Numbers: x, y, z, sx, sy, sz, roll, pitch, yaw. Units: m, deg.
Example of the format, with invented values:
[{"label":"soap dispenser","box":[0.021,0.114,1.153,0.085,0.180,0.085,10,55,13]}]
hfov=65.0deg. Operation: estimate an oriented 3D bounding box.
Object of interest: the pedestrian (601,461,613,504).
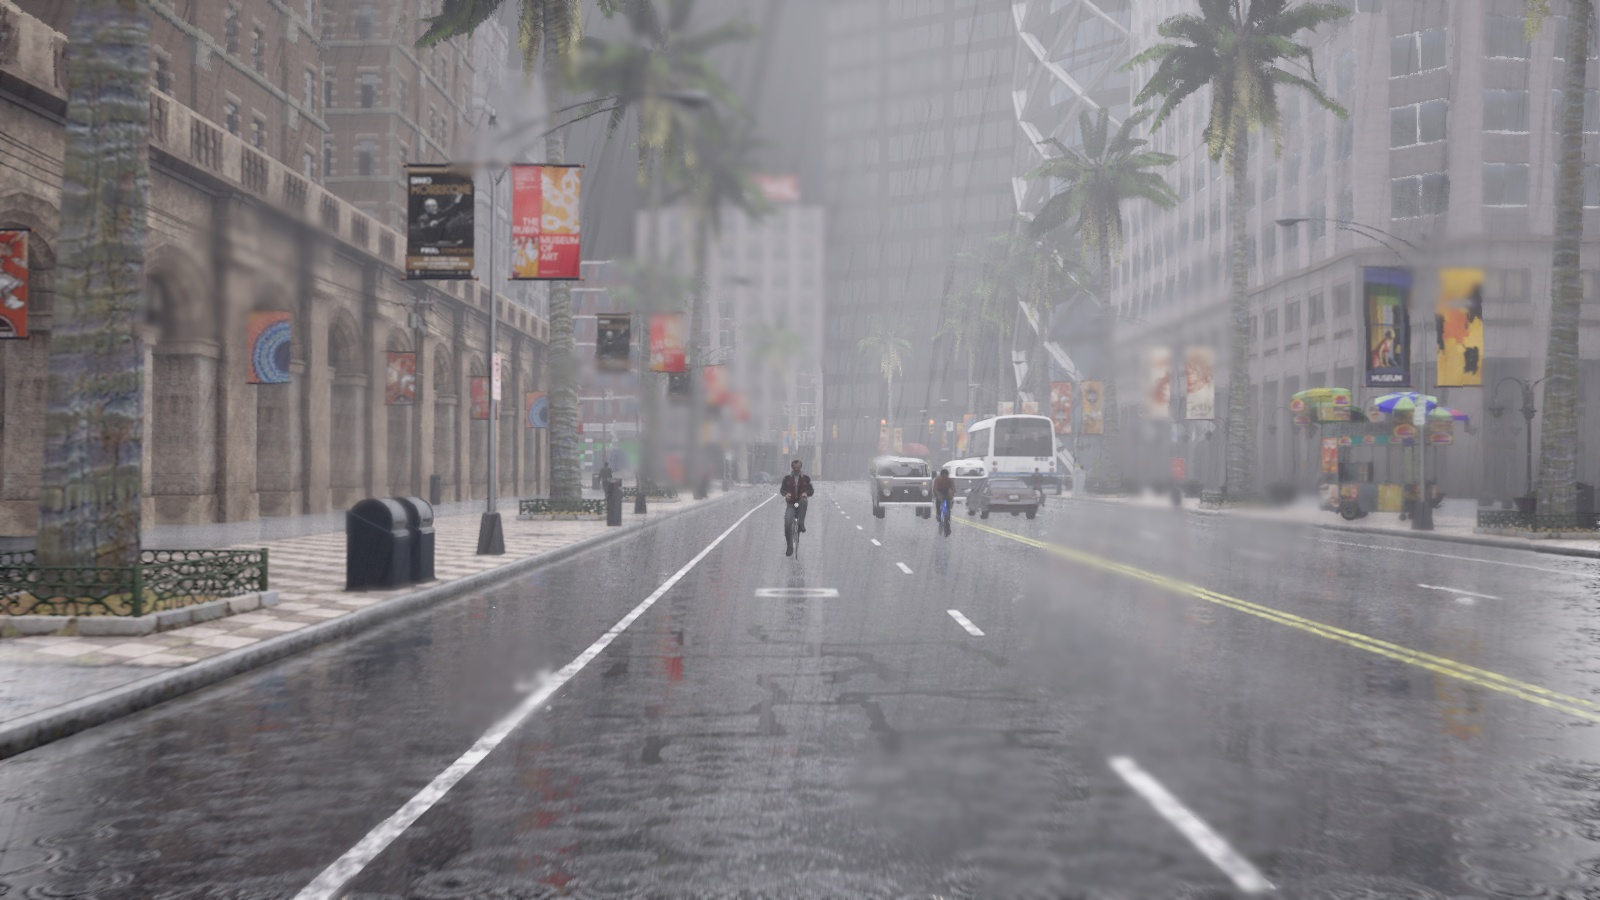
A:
[{"label":"pedestrian","box":[-8.825,1.467,57.392,0.423,1.949,0.788,0,-1,0]}]

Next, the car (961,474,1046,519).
[{"label":"car","box":[6.898,1.557,43.158,2.033,1.411,5.357,0,-1,0]}]

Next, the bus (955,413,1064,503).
[{"label":"bus","box":[10.550,0.476,64.535,3.944,4.253,10.273,0,-1,1]}]

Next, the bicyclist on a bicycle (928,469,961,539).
[{"label":"bicyclist on a bicycle","box":[3.428,1.254,29.872,0.582,1.620,1.656,0,-1,0]}]

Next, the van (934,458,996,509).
[{"label":"van","box":[6.942,1.401,53.201,2.069,2.038,4.480,0,-1,1]}]

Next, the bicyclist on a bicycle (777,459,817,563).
[{"label":"bicyclist on a bicycle","box":[-0.054,1.059,22.295,0.659,1.776,1.843,0,-1,0]}]

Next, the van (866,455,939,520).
[{"label":"van","box":[3.399,1.232,42.258,2.069,2.038,4.480,0,-1,0]}]
